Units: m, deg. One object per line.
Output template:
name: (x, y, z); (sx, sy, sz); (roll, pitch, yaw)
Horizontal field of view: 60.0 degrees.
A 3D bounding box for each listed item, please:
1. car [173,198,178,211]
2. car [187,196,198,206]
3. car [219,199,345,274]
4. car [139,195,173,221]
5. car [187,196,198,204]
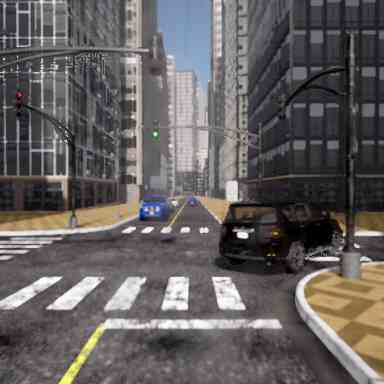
car: (-3.056, 1.626, 38.476); (2.033, 1.411, 5.357); (0, 0, 0)
car: (0.050, 1.656, 57.918); (1.812, 1.442, 4.674); (0, 0, 0)
car: (3.165, 1.257, 11.104); (2.150, 2.045, 5.566); (-2, -1, 41)
car: (-3.071, 1.275, 28.220); (2.150, 2.045, 5.566); (0, 0, 0)
car: (0.059, 1.657, 67.935); (2.128, 1.511, 4.902); (0, 0, 0)
